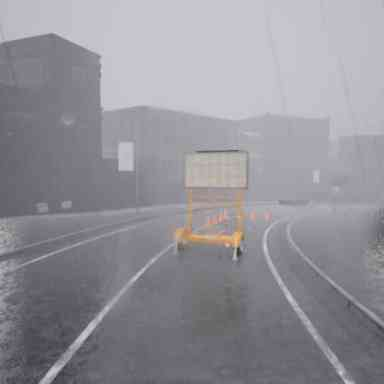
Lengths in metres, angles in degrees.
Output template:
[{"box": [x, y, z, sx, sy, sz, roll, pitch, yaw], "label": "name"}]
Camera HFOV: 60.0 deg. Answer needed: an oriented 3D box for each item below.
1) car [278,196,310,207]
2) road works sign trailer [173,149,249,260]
[{"box": [12.779, 1.162, 41.596, 4.718, 1.301, 1.895, 1, 3, -43], "label": "car"}, {"box": [0.879, 0.290, 12.023, 2.380, 3.560, 2.880, 1, 1, 20], "label": "road works sign trailer"}]
